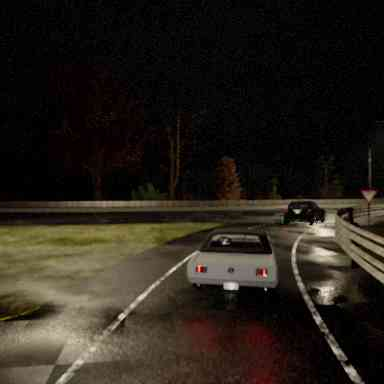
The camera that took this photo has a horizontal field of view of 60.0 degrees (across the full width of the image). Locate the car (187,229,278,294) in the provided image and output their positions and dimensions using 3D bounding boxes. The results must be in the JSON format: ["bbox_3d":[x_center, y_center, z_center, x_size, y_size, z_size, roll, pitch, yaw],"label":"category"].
[{"bbox_3d":[1.266,1.634,8.933,1.895,1.301,4.718,0,0,12],"label":"car"}]

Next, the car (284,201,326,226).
[{"bbox_3d":[8.504,1.444,24.831,2.097,1.767,4.553,0,0,34],"label":"car"}]
